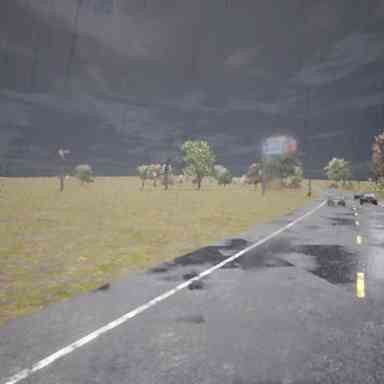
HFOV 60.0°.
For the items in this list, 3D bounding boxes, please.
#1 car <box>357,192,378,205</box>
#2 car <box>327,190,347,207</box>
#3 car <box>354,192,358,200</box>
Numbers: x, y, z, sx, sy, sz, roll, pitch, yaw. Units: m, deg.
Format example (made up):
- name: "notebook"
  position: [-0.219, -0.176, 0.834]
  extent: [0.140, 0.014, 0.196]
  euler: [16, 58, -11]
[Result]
- name: "car"
  position: [23.130, 0.903, 43.628]
  extent: [1.812, 1.442, 4.674]
  euler: [1, 1, 24]
- name: "car"
  position: [17.194, 0.872, 39.479]
  extent: [2.128, 1.511, 4.902]
  euler: [1, 2, 25]
- name: "car"
  position: [30.076, 0.716, 59.453]
  extent: [1.895, 1.301, 4.718]
  euler: [1, 1, 24]
